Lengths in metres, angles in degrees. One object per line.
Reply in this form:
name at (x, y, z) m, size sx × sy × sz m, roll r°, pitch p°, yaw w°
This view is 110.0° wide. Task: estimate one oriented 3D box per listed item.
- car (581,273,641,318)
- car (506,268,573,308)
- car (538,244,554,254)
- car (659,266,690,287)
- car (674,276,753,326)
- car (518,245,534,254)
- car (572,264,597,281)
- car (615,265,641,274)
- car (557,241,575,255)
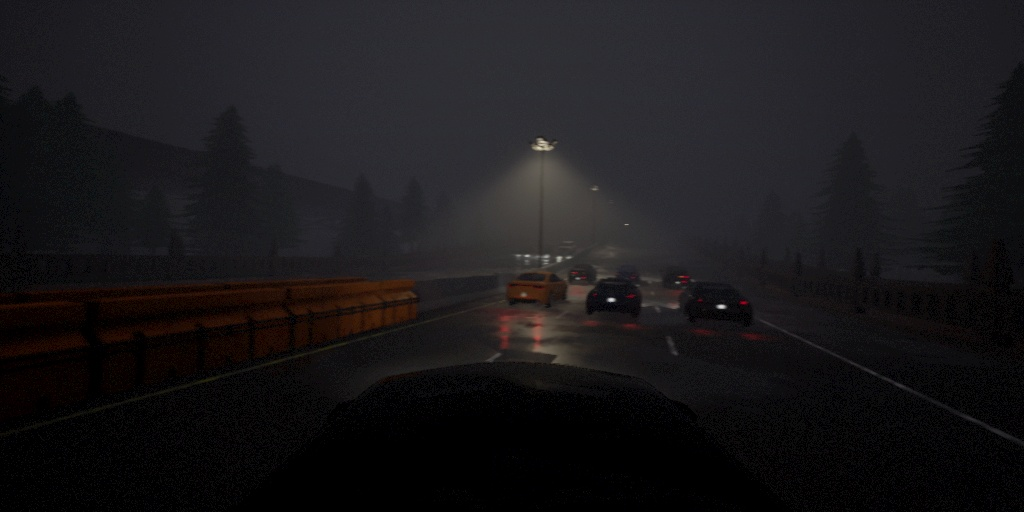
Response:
car at (4.295, 1.600, 14.906) m, size 1.994 × 1.385 × 4.181 m, roll 1°, pitch -1°, yaw 20°
car at (1.330, 1.457, 16.984) m, size 1.882 × 1.535 × 5.008 m, roll 1°, pitch 0°, yaw 20°
car at (5.838, -1.168, 60.982) m, size 2.128 × 1.511 × 4.902 m, roll 1°, pitch 6°, yaw 20°
car at (12.482, 1.518, 27.436) m, size 1.837 × 1.490 × 4.892 m, roll 1°, pitch 3°, yaw 20°
car at (7.556, 1.671, 13.636) m, size 1.994 × 1.385 × 4.181 m, roll 1°, pitch -1°, yaw 20°
car at (2.464, -1.182, 61.927) m, size 1.812 × 1.442 × 4.674 m, roll 1°, pitch 6°, yaw 20°
car at (5.895, 1.372, 29.798) m, size 1.837 × 1.490 × 4.892 m, roll 1°, pitch 3°, yaw 20°
car at (9.412, 1.441, 29.225) m, size 1.812 × 1.442 × 4.674 m, roll 1°, pitch 3°, yaw 20°
car at (9.100, -1.357, 59.695) m, size 2.150 × 2.045 × 5.566 m, roll 1°, pitch 6°, yaw 20°
